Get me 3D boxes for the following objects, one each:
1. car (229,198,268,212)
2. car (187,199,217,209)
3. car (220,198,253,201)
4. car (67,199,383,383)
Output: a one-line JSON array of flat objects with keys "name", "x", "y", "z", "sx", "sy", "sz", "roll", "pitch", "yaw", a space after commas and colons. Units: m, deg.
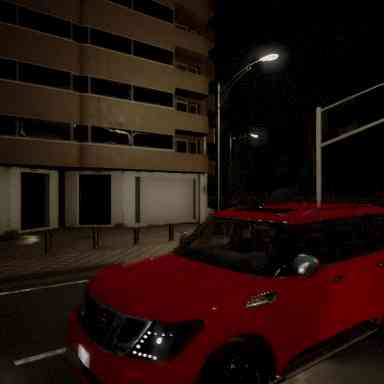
[{"name": "car", "x": 6.889, "y": 1.560, "z": 41.069, "sx": 1.837, "sy": 1.490, "sz": 4.892, "roll": 0, "pitch": 0, "yaw": -36}, {"name": "car", "x": 1.411, "y": 1.656, "z": 48.666, "sx": 1.895, "sy": 1.301, "sz": 4.718, "roll": 0, "pitch": 0, "yaw": -36}, {"name": "car", "x": 4.332, "y": 1.603, "z": 38.630, "sx": 2.033, "sy": 1.411, "sz": 5.357, "roll": 0, "pitch": 0, "yaw": -36}, {"name": "car", "x": 1.193, "y": 1.221, "z": 4.831, "sx": 5.566, "sy": 2.045, "sz": 2.150, "roll": 0, "pitch": 0, "yaw": -36}]
